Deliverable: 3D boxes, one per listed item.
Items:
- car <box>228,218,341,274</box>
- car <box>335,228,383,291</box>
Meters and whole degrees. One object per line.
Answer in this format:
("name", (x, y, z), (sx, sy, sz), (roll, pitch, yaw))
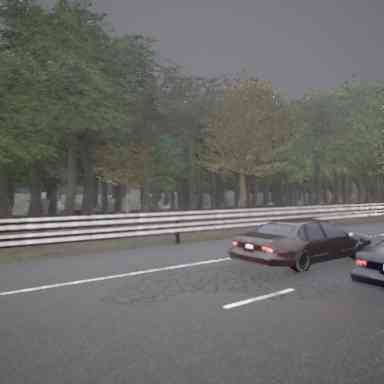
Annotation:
("car", (3.624, 1.547, 10.624), (5.357, 1.411, 2.033), (0, 0, -35))
("car", (5.940, 1.548, 7.980), (5.357, 1.411, 2.033), (0, 0, -36))
